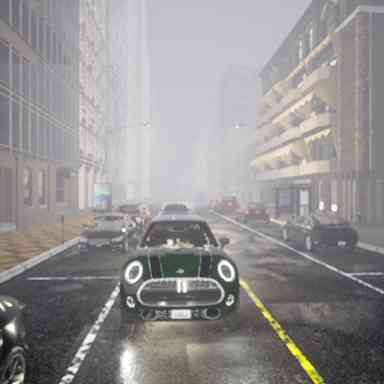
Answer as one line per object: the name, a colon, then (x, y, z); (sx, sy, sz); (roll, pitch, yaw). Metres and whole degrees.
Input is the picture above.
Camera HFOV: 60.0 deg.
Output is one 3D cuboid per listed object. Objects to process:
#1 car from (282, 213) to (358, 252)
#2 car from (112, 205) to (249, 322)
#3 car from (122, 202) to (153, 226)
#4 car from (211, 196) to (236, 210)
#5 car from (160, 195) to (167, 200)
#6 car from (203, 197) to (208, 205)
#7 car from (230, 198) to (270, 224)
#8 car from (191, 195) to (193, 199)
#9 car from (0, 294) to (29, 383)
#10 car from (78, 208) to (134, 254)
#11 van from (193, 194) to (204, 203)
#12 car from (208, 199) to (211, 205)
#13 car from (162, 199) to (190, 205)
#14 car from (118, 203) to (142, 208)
car: (5.115, 1.562, 13.821); (2.008, 1.369, 4.403); (0, 0, -3)
car: (-0.307, 1.356, 7.536); (2.097, 1.767, 4.553); (0, 0, -3)
car: (-3.918, 1.541, 24.424); (1.752, 1.417, 4.829); (0, 0, -3)
car: (3.760, 1.346, 36.374); (2.192, 1.841, 5.009); (0, 0, -3)
car: (-7.994, 1.542, 92.256); (1.967, 1.590, 4.097); (0, 0, -3)
car: (3.082, 1.623, 47.651); (1.802, 1.307, 4.206); (0, 0, -3)
car: (4.437, 1.461, 25.097); (1.967, 1.590, 4.097); (0, 0, -3)
car: (1.388, 1.647, 75.843); (1.947, 1.339, 4.313); (0, 0, -3)
car: (-2.573, 1.566, 2.041); (1.947, 1.339, 4.313); (0, 0, -3)
car: (-3.250, 1.557, 13.317); (2.008, 1.369, 4.403); (0, 0, -3)
van: (1.726, 1.413, 70.204); (1.690, 1.788, 3.998); (0, 0, -3)
car: (3.420, 1.618, 42.012); (1.802, 1.307, 4.206); (0, 0, -3)
car: (-1.082, 1.493, 22.084); (1.882, 1.535, 5.008); (0, 0, -4)
car: (-3.590, 1.451, 18.957); (1.967, 1.590, 4.097); (0, 0, -3)
